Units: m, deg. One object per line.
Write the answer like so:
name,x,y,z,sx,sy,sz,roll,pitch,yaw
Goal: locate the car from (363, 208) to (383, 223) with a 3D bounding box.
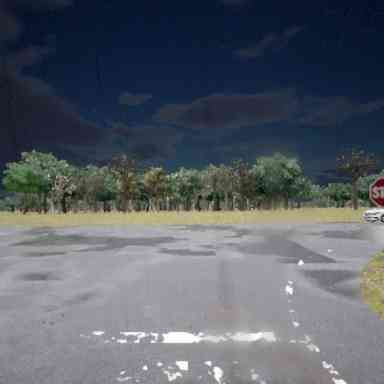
car,13.928,1.340,22.169,4.674,1.442,1.812,-1,-3,-1
